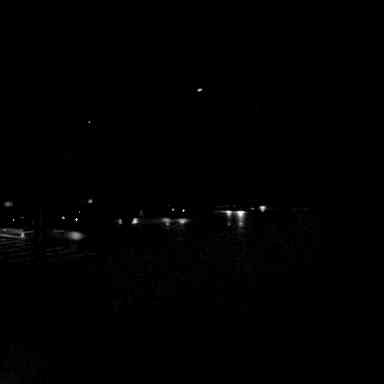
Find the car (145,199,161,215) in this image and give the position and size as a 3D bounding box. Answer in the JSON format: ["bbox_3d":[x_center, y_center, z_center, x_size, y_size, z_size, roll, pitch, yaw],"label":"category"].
[{"bbox_3d":[-4.117,1.389,30.139,1.882,1.535,5.008,0,0,35],"label":"car"}]

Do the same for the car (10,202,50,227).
[{"bbox_3d":[-9.584,1.456,22.446,1.837,1.490,4.892,0,0,35],"label":"car"}]

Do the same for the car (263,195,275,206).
[{"bbox_3d":[11.210,1.298,51.551,1.882,1.535,5.008,0,0,35],"label":"car"}]

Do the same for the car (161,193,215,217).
[{"bbox_3d":[0.005,1.116,30.326,2.150,2.045,5.566,0,0,35],"label":"car"}]

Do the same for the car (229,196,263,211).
[{"bbox_3d":[6.070,1.355,38.850,1.837,1.490,4.892,0,0,36],"label":"car"}]

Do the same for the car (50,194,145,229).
[{"bbox_3d":[-5.999,1.160,21.877,2.150,2.045,5.566,0,0,35],"label":"car"}]

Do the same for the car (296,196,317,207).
[{"bbox_3d":[16.338,1.266,47.371,1.882,1.535,5.008,0,0,35],"label":"car"}]
